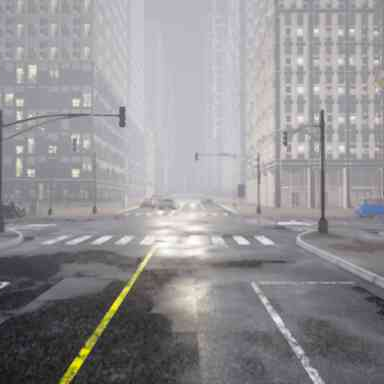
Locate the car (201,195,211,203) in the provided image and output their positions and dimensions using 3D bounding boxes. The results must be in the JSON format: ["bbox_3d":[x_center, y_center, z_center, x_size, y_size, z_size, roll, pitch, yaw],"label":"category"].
[{"bbox_3d":[2.697,1.432,66.380,1.752,1.417,4.829,1,0,0],"label":"car"}]

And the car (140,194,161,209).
[{"bbox_3d":[-5.679,1.378,43.841,1.967,1.590,4.097,1,0,0],"label":"car"}]

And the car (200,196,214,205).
[{"bbox_3d":[2.697,1.504,55.054,1.802,1.307,4.206,1,0,0],"label":"car"}]

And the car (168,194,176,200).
[{"bbox_3d":[-5.687,1.413,94.017,1.887,1.381,4.507,1,0,0],"label":"car"}]

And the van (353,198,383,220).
[{"bbox_3d":[15.980,1.412,28.351,3.998,1.788,1.690,0,-1,0],"label":"van"}]

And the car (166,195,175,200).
[{"bbox_3d":[-5.686,1.427,88.442,2.008,1.369,4.403,1,0,0],"label":"car"}]

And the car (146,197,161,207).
[{"bbox_3d":[-5.683,1.512,49.416,1.802,1.307,4.206,1,0,0],"label":"car"}]

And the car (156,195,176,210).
[{"bbox_3d":[-3.001,1.510,40.938,1.812,1.442,4.674,0,1,0],"label":"car"}]

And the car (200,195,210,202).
[{"bbox_3d":[2.696,1.465,71.787,1.947,1.339,4.313,1,0,0],"label":"car"}]

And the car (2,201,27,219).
[{"bbox_3d":[-16.494,1.458,28.420,4.097,1.590,1.967,0,-1,0],"label":"car"}]
